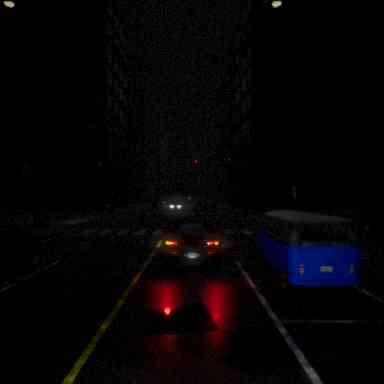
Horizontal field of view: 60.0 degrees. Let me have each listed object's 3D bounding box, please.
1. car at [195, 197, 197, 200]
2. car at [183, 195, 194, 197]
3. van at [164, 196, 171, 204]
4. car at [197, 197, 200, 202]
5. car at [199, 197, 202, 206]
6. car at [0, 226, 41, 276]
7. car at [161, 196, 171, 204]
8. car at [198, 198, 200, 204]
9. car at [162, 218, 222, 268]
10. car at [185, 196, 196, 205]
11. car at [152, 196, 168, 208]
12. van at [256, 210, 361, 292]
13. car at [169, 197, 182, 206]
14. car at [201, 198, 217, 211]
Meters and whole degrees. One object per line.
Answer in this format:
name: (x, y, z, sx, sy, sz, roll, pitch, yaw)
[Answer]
car: (2.339, 2.184, 75.736, 2.008, 1.369, 4.403, 0, 0, -1)
car: (-0.671, 1.843, 87.671, 2.150, 2.045, 5.566, 0, 0, -1)
van: (-6.326, 2.057, 86.679, 1.690, 1.788, 3.998, 0, 0, -1)
car: (2.480, 2.113, 64.686, 1.947, 1.339, 4.313, 0, 0, -1)
car: (2.621, 1.898, 53.636, 1.967, 1.590, 4.097, 0, 0, -1)
car: (-5.662, 1.644, 8.920, 1.947, 1.339, 4.313, 0, 0, 0)
car: (-6.257, 1.990, 81.155, 2.192, 1.841, 5.009, 0, 0, -1)
car: (2.551, 2.053, 59.160, 2.008, 1.369, 4.403, 0, 0, -1)
car: (0.011, 1.628, 11.602, 1.812, 1.442, 4.674, 0, 0, 0)
car: (-0.544, 2.241, 77.667, 1.895, 1.301, 4.718, 0, 0, -1)
car: (-5.974, 1.817, 59.054, 2.192, 1.841, 5.009, 0, 0, -1)
van: (2.862, 1.420, 8.924, 1.690, 1.788, 3.998, 0, 0, 0)
car: (-3.452, 2.188, 70.536, 1.895, 1.301, 4.718, 0, 0, -1)
car: (2.690, 1.939, 48.280, 1.752, 1.417, 4.829, 0, 0, -1)
